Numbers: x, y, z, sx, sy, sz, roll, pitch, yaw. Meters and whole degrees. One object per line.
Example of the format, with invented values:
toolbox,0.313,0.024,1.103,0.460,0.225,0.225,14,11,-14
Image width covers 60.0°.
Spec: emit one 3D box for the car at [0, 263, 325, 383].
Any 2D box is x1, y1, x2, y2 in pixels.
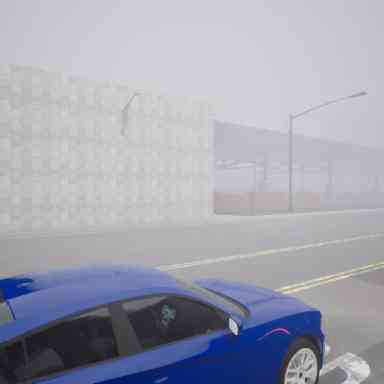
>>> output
car,-0.712,1.478,3.242,5.008,1.535,1.882,0,0,-36
